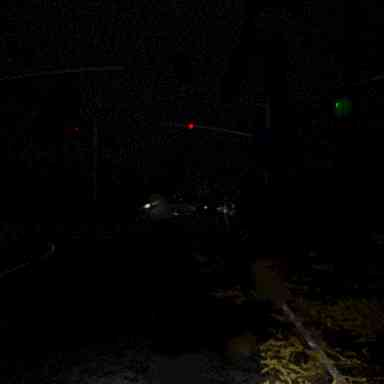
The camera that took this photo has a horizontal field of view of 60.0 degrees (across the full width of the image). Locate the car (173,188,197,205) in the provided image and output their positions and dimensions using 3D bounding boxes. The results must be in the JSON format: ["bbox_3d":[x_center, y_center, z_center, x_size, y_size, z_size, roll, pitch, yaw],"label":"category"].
[{"bbox_3d":[-1.023,0.486,42.835,2.150,2.045,5.566,0,1,7],"label":"car"}]

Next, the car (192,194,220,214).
[{"bbox_3d":[1.428,1.271,32.104,1.994,1.385,4.181,0,3,5],"label":"car"}]

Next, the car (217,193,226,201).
[{"bbox_3d":[5.311,0.966,62.940,1.812,1.442,4.674,0,-2,8],"label":"car"}]

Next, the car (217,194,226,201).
[{"bbox_3d":[6.619,1.173,73.023,1.882,1.535,5.008,0,-1,6],"label":"car"}]

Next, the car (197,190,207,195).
[{"bbox_3d":[1.741,0.637,62.717,2.150,2.045,5.566,0,-2,8],"label":"car"}]
